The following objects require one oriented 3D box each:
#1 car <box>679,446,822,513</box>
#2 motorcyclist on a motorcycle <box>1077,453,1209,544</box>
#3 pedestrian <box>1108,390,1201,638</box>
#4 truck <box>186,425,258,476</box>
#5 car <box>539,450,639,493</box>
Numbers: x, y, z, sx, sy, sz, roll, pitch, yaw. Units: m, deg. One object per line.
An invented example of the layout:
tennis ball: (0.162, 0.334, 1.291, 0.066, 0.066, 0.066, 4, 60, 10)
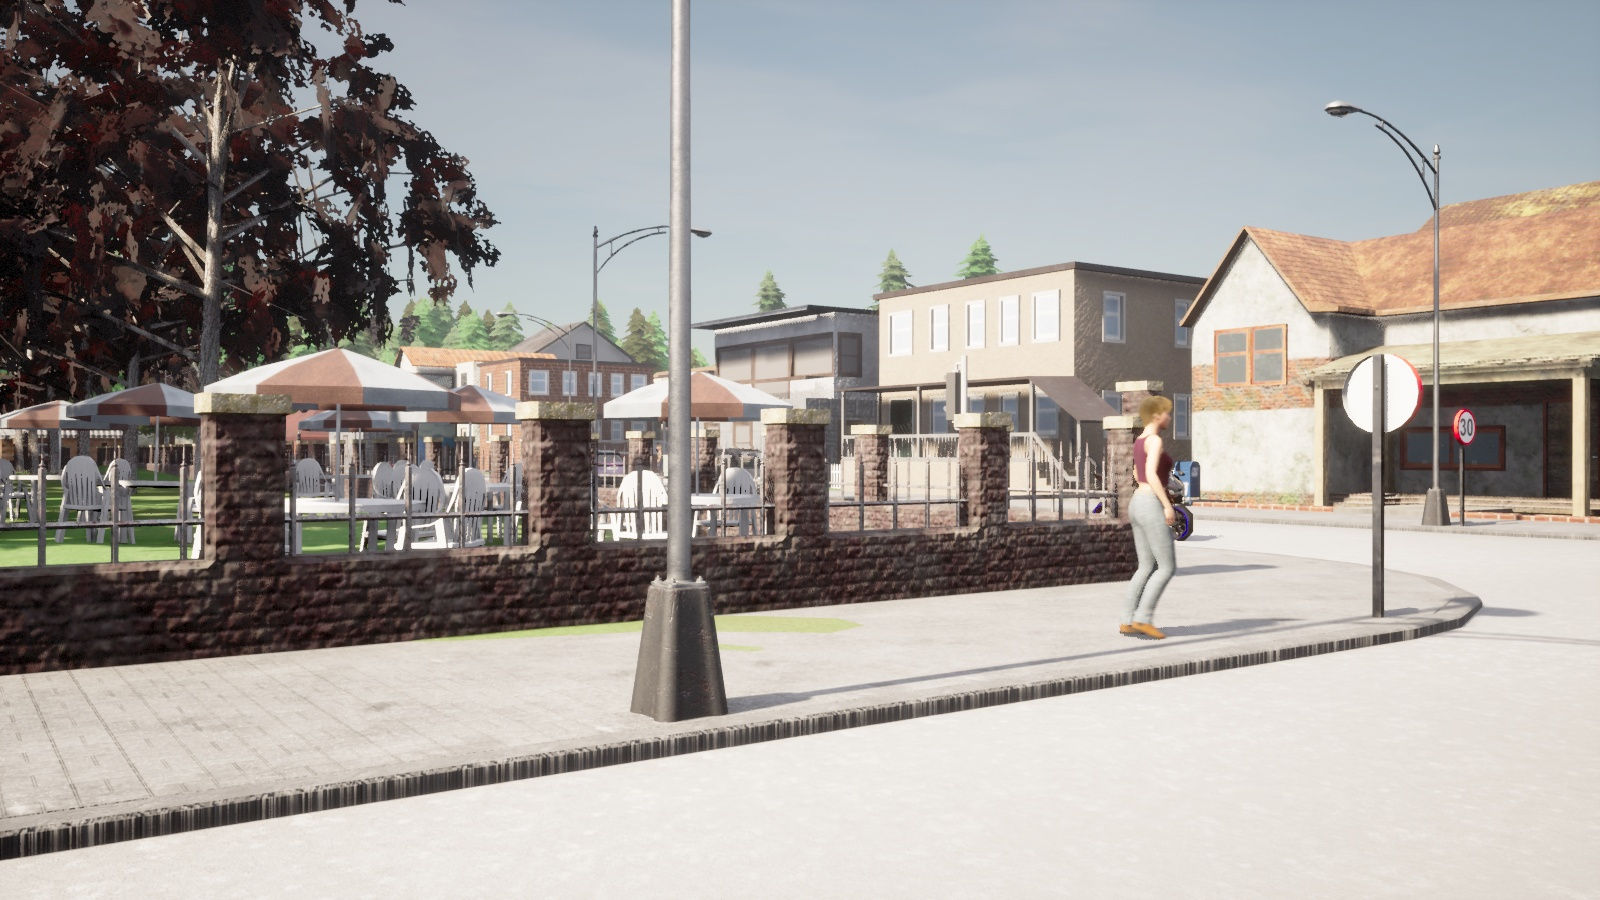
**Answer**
car: (-1.349, 0.725, 32.676, 1.851, 1.617, 3.988, 0, 0, -35)
motorcyclist on a motorcycle: (6.019, 0.821, 22.148, 0.866, 1.530, 2.191, 0, -1, -35)
pedestrian: (2.674, 0.475, 9.501, 0.594, 1.836, 0.345, 0, 0, -2)
truck: (-41.321, 0.070, 89.628, 2.891, 3.462, 7.936, 0, 0, -38)
car: (-8.432, 0.814, 49.772, 2.033, 1.649, 4.856, 0, 0, -35)
